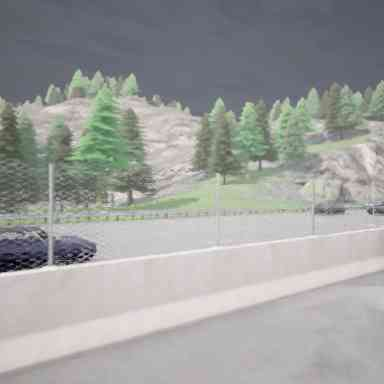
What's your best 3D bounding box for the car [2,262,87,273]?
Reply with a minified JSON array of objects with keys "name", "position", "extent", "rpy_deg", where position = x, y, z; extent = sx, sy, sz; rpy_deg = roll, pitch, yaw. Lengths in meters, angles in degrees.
[{"name":"car","position":[-5.129,1.606,8.921],"extent":[4.718,1.301,1.895],"rpy_deg":[0,0,-35]}]
